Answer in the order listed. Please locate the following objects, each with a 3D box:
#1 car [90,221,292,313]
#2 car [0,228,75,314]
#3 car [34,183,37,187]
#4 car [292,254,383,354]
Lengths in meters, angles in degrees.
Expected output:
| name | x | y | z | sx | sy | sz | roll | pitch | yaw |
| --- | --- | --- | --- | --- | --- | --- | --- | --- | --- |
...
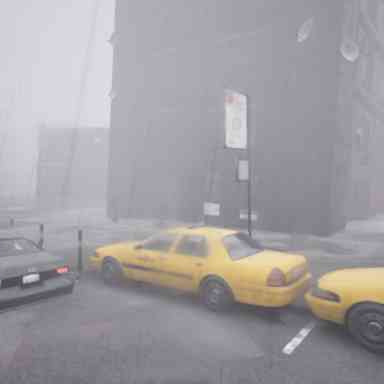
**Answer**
| name | x | y | z | sx | sy | sz | roll | pitch | yaw |
| --- | --- | --- | --- | --- | --- | --- | --- | --- | --- |
| car | -0.141 | 1.458 | 7.640 | 5.366 | 1.575 | 1.946 | 0 | 0 | 36 |
| car | -4.732 | 1.513 | 7.226 | 5.357 | 1.411 | 2.033 | 0 | 0 | 38 |
| car | -34.321 | -1.873 | 77.179 | 4.553 | 1.767 | 2.185 | 4 | 3 | 25 |
| car | 4.345 | 1.482 | 4.418 | 5.366 | 1.575 | 1.946 | 0 | 0 | 36 |
